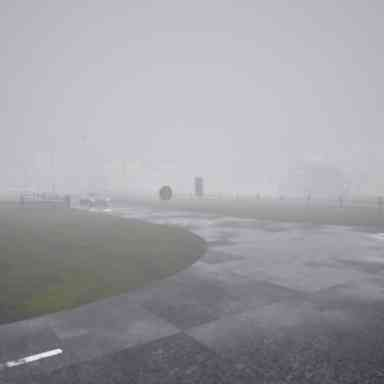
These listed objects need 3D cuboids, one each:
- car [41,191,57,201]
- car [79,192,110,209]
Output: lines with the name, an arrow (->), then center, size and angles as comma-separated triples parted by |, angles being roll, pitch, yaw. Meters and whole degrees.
car -> -22.793, 0.595, 53.243 | 2.033, 1.411, 5.357 | -1, 2, -35
car -> -10.412, 0.755, 35.456 | 2.097, 1.767, 4.553 | -1, 2, -35
